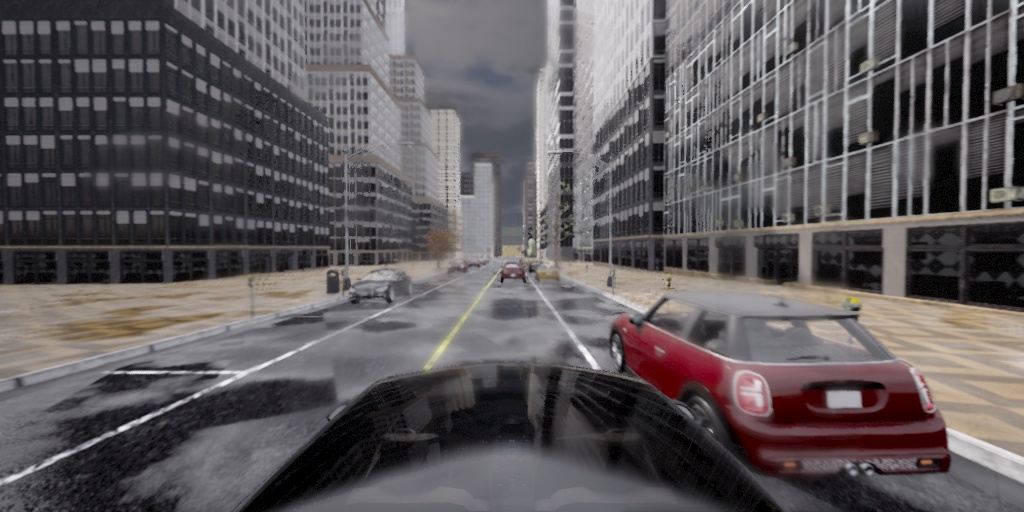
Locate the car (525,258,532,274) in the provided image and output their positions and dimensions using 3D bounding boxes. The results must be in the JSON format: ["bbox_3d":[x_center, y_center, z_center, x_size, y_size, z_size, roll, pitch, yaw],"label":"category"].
[{"bbox_3d":[2.665,1.174,38.580,1.948,1.339,4.313,0,0,0],"label":"car"}]

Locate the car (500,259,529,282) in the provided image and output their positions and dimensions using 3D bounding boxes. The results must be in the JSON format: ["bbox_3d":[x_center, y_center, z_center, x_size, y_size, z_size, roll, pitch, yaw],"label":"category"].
[{"bbox_3d":[0.081,1.177,27.406,1.812,1.442,4.674,0,0,0],"label":"car"}]

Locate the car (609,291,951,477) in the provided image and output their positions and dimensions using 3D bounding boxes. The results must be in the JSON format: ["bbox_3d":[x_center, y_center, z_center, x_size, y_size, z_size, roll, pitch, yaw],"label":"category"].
[{"bbox_3d":[2.693,1.173,4.832,1.967,1.591,4.097,0,0,0],"label":"car"}]

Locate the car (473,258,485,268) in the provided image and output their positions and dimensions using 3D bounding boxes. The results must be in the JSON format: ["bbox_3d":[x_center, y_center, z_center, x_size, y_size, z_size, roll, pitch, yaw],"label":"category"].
[{"bbox_3d":[-5.731,1.111,55.448,1.888,1.381,4.507,0,0,0],"label":"car"}]

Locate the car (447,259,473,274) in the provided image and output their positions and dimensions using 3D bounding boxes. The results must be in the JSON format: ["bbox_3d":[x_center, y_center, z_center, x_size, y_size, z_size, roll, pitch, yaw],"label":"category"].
[{"bbox_3d":[-5.716,1.061,38.573,1.967,1.591,4.097,0,0,0],"label":"car"}]

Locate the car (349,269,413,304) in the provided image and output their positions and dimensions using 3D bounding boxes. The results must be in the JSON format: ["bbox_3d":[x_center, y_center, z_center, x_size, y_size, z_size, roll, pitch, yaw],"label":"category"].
[{"bbox_3d":[-5.697,1.254,16.074,2.007,1.370,4.403,0,0,0],"label":"car"}]

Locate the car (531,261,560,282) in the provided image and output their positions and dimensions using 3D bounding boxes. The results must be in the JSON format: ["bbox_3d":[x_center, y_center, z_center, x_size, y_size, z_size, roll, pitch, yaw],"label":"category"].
[{"bbox_3d":[2.675,1.173,27.502,1.751,1.417,4.829,0,0,0],"label":"car"}]
